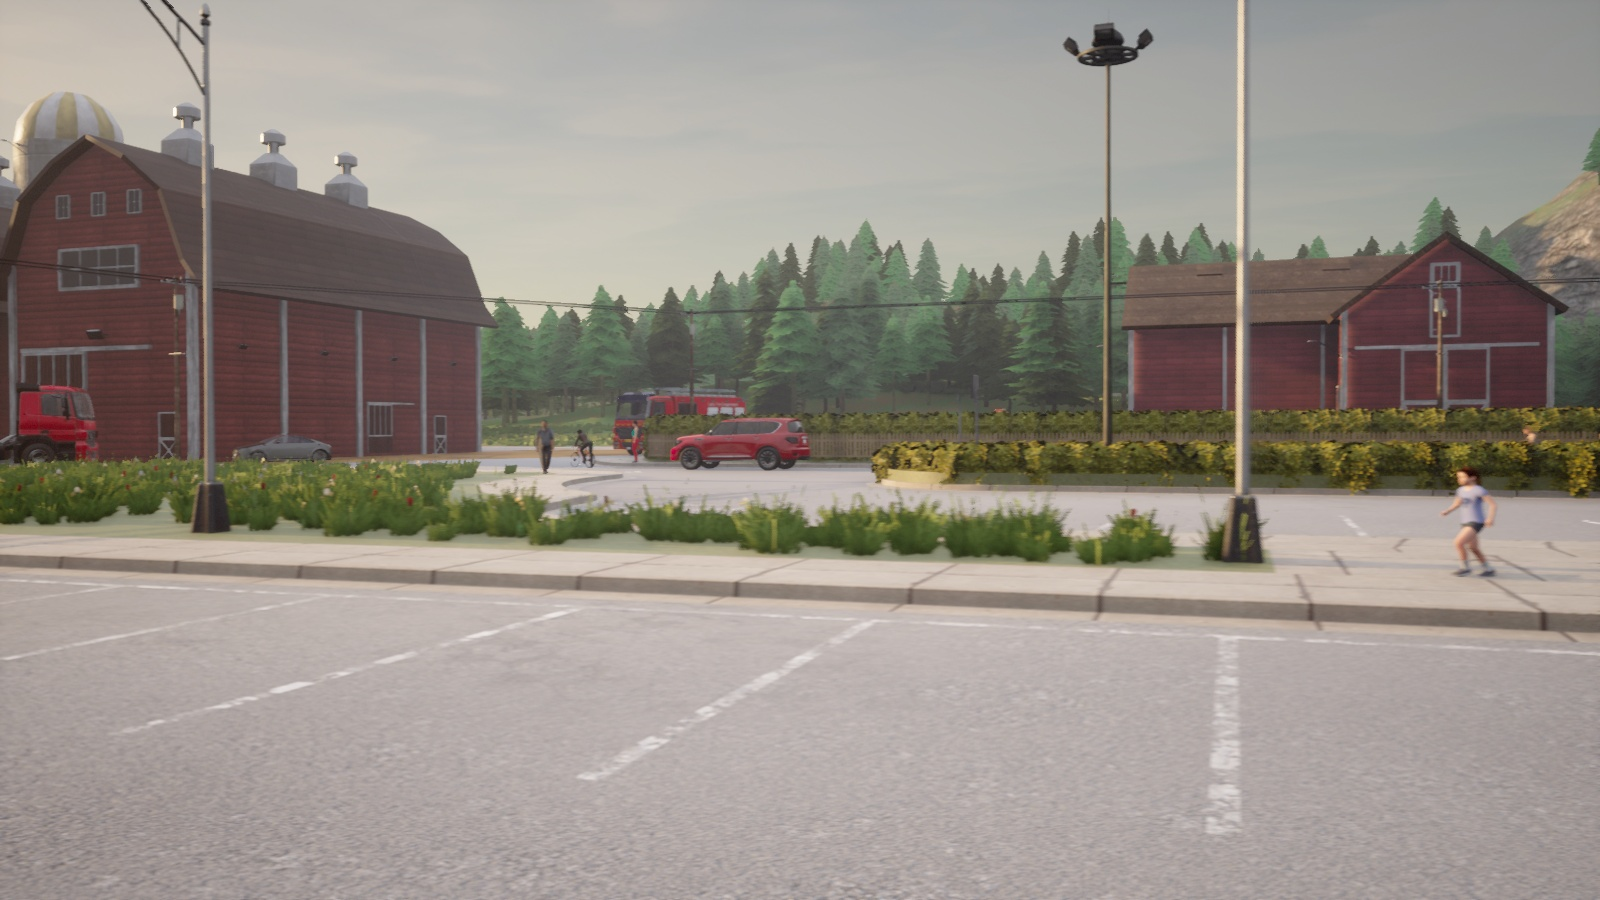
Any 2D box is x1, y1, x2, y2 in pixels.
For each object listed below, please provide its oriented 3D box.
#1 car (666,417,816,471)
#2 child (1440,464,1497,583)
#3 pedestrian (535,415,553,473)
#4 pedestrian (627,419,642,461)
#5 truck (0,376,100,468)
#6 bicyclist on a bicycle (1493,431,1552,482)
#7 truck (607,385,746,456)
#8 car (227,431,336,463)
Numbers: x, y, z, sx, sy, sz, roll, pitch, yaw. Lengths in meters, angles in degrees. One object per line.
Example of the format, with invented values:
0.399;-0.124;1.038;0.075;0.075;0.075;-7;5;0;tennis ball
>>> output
-2.343;-0.263;49.908;5.566;2.045;2.150;1;1;19;car
6.347;0.692;11.925;0.394;1.110;0.255;0;1;-3;child
-8.253;-0.197;40.469;0.540;1.848;0.694;0;1;-10;pedestrian
-7.272;-0.432;55.124;0.594;1.836;0.345;0;1;-1;pedestrian
-31.721;-1.074;48.341;7.936;3.462;2.891;0;1;-20;truck
23.494;0.197;40.855;1.509;1.612;0.866;1;1;20;bicyclist on a bicycle
-7.014;-1.675;72.497;2.891;3.827;8.468;1;1;38;truck
-23.425;-0.174;56.757;4.181;1.385;1.994;-1;1;-37;car
